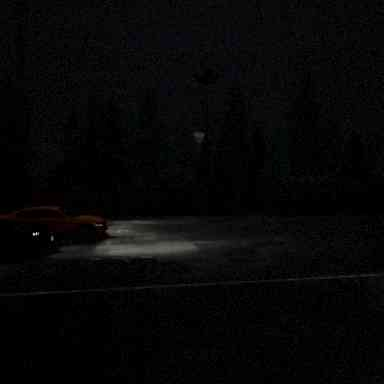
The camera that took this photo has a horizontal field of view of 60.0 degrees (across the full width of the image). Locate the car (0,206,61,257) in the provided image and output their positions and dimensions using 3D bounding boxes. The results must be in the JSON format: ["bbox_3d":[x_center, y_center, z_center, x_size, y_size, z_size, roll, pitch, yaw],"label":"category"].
[{"bbox_3d":[-7.536,1.443,11.748,4.902,1.511,2.128,0,0,-10],"label":"car"}]

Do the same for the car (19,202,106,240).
[{"bbox_3d":[-6.571,1.405,15.479,5.008,1.535,1.882,0,0,-10],"label":"car"}]

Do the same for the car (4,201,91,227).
[{"bbox_3d":[-9.400,1.389,22.081,4.902,1.511,2.128,0,0,-10],"label":"car"}]

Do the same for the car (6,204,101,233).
[{"bbox_3d":[-7.670,1.437,18.851,4.674,1.442,1.812,0,0,-10],"label":"car"}]
